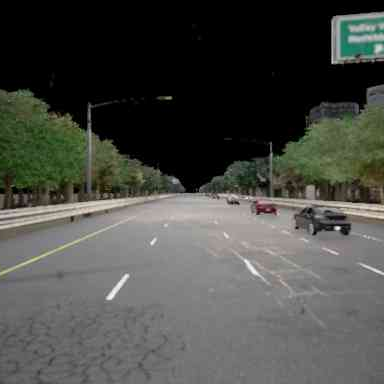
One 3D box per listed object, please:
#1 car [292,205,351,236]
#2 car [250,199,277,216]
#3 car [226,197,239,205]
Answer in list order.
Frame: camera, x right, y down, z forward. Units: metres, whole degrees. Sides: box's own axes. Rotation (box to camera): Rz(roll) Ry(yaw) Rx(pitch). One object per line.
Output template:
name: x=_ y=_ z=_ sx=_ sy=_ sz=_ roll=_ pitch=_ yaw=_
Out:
car: x=7.010 y=1.503 z=18.428 sx=1.837 sy=1.490 sz=4.892 roll=0 pitch=0 yaw=0
car: x=7.018 y=1.491 z=33.066 sx=1.882 sy=1.535 sz=5.008 roll=0 pitch=0 yaw=0
car: x=7.030 y=1.598 z=58.034 sx=1.895 sy=1.301 sz=4.718 roll=0 pitch=0 yaw=0
